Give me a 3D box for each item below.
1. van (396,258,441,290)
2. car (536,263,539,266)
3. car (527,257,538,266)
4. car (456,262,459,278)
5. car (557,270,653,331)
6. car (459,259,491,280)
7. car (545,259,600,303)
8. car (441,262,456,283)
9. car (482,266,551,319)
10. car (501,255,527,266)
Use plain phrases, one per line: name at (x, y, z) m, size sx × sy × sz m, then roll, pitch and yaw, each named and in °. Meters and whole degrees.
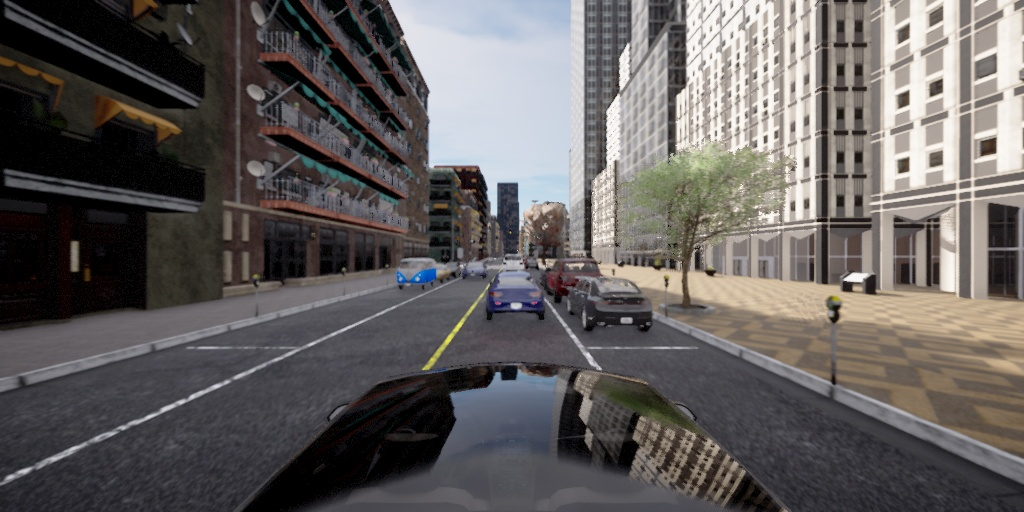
van at (-5.680, 1.033, 21.671) m, size 1.690 × 1.789 × 3.998 m, roll 0°, pitch 0°, yaw 0°
car at (2.701, 1.259, 21.667) m, size 1.948 × 1.339 × 4.313 m, roll 0°, pitch 0°, yaw 0°
car at (2.713, 1.197, 49.281) m, size 1.948 × 1.339 × 4.313 m, roll 0°, pitch 0°, yaw 0°
car at (-5.675, 1.231, 32.717) m, size 1.948 × 1.339 × 4.313 m, roll 0°, pitch 0°, yaw 0°
car at (2.696, 1.274, 10.622) m, size 2.007 × 1.370 × 4.403 m, roll 0°, pitch 0°, yaw 0°
car at (-3.068, 1.196, 30.459) m, size 1.812 × 1.442 × 4.674 m, roll 0°, pitch 0°, yaw 0°
car at (2.699, 1.022, 16.145) m, size 2.192 × 1.841 × 5.009 m, roll 0°, pitch 0°, yaw 0°
car at (-5.678, 1.203, 27.024) m, size 1.751 × 1.417 × 4.829 m, roll 0°, pitch 0°, yaw 0°
car at (0.083, 1.244, 12.487) m, size 1.812 × 1.442 × 4.674 m, roll 0°, pitch 0°, yaw -1°
car at (0.114, 0.877, 36.497) m, size 2.150 × 2.045 × 5.566 m, roll 0°, pitch 0°, yaw 0°
